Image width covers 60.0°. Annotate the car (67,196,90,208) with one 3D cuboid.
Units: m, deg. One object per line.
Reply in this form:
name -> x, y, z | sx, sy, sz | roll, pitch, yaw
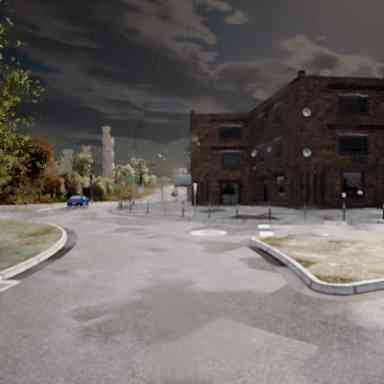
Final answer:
car -> -14.289, 1.208, 42.069 | 1.882, 1.535, 5.008 | -1, 0, -5
